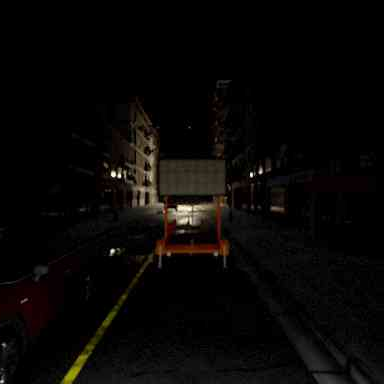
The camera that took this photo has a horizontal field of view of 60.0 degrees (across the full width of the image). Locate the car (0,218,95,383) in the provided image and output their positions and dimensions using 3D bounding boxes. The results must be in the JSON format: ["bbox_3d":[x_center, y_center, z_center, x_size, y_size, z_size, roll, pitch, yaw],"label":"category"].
[{"bbox_3d":[-3.096,1.390,5.103,2.097,1.767,4.553,0,0,0],"label":"car"}]

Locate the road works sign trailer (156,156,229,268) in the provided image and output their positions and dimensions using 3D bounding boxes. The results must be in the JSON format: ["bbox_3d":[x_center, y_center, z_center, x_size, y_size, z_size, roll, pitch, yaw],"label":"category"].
[{"bbox_3d":[0.018,0.552,11.608,2.380,3.560,2.880,0,0,0],"label":"road works sign trailer"}]

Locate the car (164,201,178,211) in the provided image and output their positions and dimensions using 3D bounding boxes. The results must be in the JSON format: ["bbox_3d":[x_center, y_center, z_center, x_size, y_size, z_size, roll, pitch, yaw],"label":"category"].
[{"bbox_3d":[-3.040,1.941,48.142,2.033,1.411,5.357,0,-1,0],"label":"car"}]
